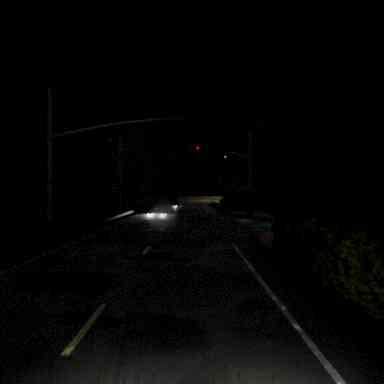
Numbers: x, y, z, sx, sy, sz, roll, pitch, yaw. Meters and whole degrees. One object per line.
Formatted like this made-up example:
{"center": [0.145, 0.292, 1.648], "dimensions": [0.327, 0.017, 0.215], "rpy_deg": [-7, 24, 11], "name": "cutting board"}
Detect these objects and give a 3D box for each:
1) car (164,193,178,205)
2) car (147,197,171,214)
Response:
{"center": [-3.508, 1.174, 56.173], "dimensions": [2.150, 2.045, 5.566], "rpy_deg": [0, 0, 0], "name": "car"}
{"center": [-3.580, 1.531, 35.175], "dimensions": [1.994, 1.385, 4.181], "rpy_deg": [0, 0, 0], "name": "car"}
